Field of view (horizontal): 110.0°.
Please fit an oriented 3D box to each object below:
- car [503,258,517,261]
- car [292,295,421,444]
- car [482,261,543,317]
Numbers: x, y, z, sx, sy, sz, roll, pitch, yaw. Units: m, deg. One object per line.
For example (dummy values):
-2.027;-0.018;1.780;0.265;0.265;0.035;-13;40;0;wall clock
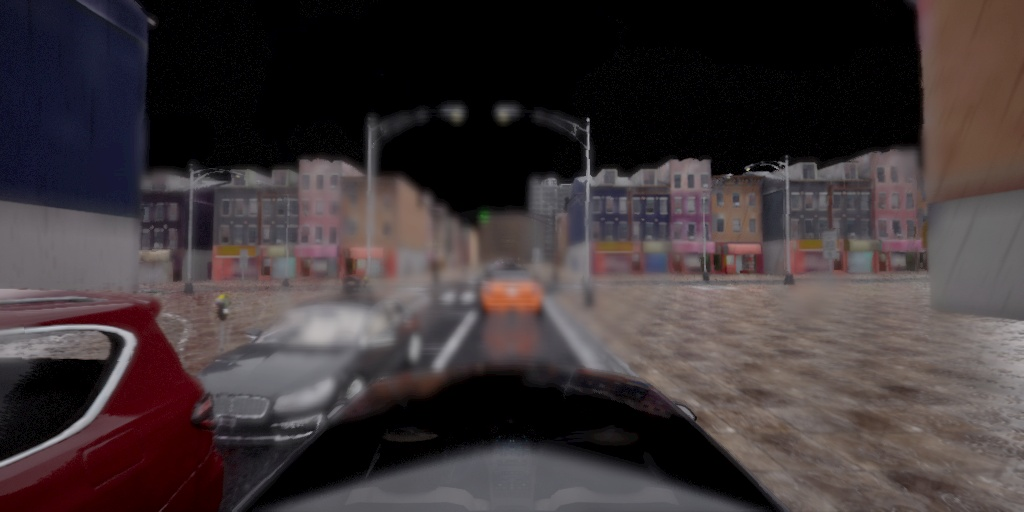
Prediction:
0.005;1.589;65.369;2.150;2.045;5.566;0;-1;0;car
-2.638;1.336;5.510;2.007;1.370;4.403;0;0;0;car
0.028;1.217;13.979;2.097;1.767;4.553;0;-1;0;car
